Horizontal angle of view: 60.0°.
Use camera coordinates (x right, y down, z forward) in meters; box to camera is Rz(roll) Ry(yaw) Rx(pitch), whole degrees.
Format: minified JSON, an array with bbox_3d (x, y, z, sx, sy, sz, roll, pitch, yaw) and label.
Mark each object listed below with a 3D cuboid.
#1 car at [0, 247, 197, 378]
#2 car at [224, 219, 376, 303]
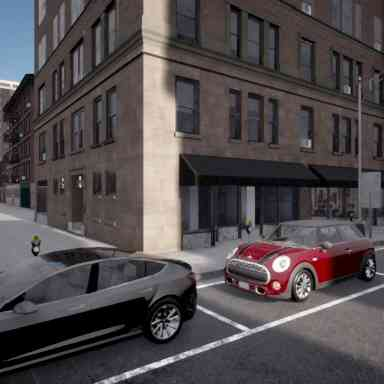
[{"bbox_3d":[-1.897,1.566,4.839,4.313,1.339,1.947,0,0,-36],"label":"car"},{"bbox_3d":[2.706,1.440,8.170,4.097,1.590,1.967,0,0,-36],"label":"car"}]
